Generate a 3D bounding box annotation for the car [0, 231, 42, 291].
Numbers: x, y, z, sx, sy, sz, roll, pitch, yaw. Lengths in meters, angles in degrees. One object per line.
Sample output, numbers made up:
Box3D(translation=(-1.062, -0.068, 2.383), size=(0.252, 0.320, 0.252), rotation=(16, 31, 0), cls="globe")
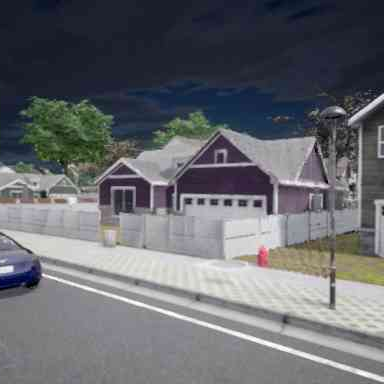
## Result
Box3D(translation=(-5.634, 1.663, 8.465), size=(4.181, 1.385, 1.994), rotation=(0, -1, 38), cls="car")
